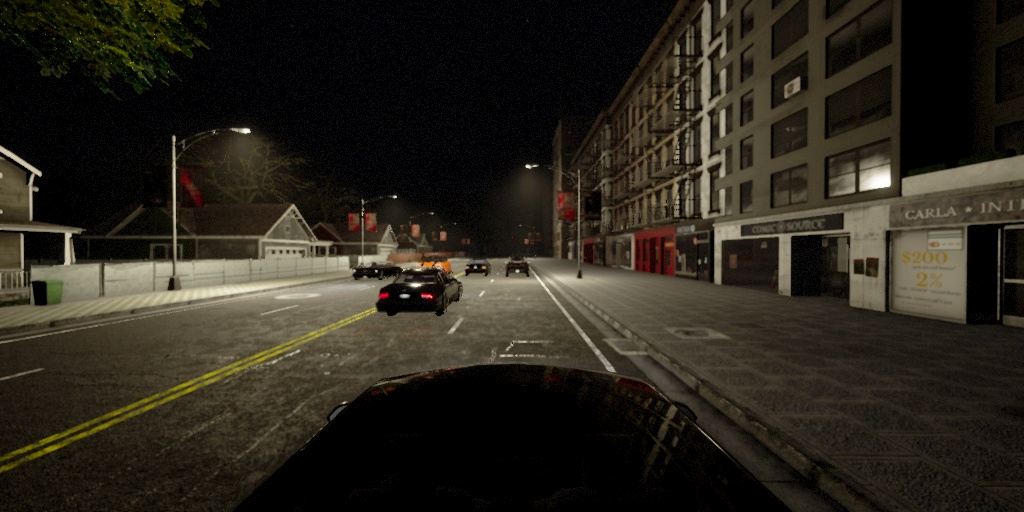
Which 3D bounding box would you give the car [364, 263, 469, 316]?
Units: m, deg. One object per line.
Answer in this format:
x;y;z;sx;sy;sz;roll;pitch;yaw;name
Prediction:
-3.003;1.150;12.653;2.033;1.411;5.357;0;1;1;car

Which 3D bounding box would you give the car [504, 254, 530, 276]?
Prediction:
0.450;0.865;29.972;1.837;1.490;4.892;0;1;1;car

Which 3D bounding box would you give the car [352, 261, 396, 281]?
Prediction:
-9.491;1.024;25.457;1.895;1.301;4.718;0;1;1;car

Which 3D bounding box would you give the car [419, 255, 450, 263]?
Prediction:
-6.177;0.731;28.415;2.097;1.767;4.553;0;1;1;car

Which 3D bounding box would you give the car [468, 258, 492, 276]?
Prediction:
-2.796;0.902;30.248;2.033;1.411;5.357;0;1;1;car
